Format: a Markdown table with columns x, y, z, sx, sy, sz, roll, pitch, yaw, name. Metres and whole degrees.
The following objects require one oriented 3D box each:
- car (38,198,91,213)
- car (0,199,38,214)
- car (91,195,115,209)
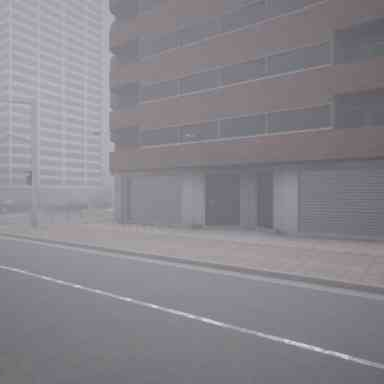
| x | y | z | sx | sy | sz | roll | pitch | yaw | name |
| --- | --- | --- | --- | --- | --- | --- | --- | --- | --- |
| -13.907 | 1.601 | 36.478 | 1.895 | 1.301 | 4.718 | 0 | 0 | 35 | car |
| -18.771 | 1.477 | 35.614 | 1.882 | 1.535 | 5.008 | 0 | 0 | 35 | car |
| -12.816 | 1.505 | 44.169 | 1.837 | 1.490 | 4.892 | 0 | 0 | 35 | car |
